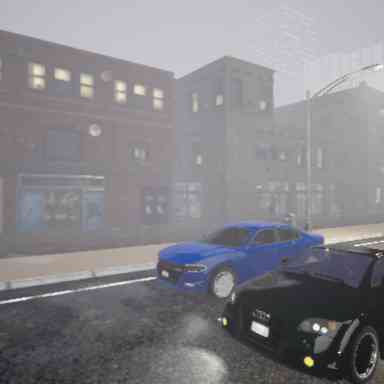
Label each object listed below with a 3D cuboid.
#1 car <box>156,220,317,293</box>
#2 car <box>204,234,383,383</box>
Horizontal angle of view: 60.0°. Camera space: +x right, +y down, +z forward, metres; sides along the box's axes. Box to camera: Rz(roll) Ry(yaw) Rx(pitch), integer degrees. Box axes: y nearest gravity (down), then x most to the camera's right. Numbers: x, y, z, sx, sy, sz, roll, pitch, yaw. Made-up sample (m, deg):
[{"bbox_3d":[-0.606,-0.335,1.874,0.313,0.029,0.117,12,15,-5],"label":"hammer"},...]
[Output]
[{"bbox_3d":[1.452,1.532,8.710,5.008,1.535,1.882,1,0,-35],"label":"car"},{"bbox_3d":[2.506,1.609,5.469,4.181,1.385,1.994,1,0,-35],"label":"car"}]
